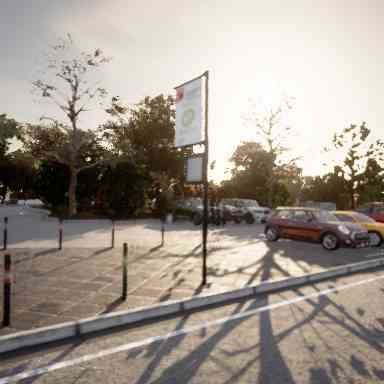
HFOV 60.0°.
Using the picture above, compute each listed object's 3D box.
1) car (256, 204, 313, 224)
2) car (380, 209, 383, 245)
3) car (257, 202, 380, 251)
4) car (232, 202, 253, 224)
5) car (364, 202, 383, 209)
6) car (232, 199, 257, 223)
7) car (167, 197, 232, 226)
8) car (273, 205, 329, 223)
[{"bbox_3d":[9.073,2.129,33.043,1.946,1.575,5.366,3,-2,-36],"label":"car"},{"bbox_3d":[8.039,1.750,16.935,2.097,1.535,5.008,2,-1,-36],"label":"car"},{"bbox_3d":[5.573,1.524,15.175,2.185,1.767,4.553,2,-1,-36],"label":"car"},{"bbox_3d":[2.291,1.809,27.910,2.231,1.521,4.892,2,-1,-36],"label":"car"},{"bbox_3d":[10.391,1.595,18.674,2.435,2.045,5.566,3,-2,-36],"label":"car"},{"bbox_3d":[4.569,1.653,29.537,2.435,2.045,5.566,2,-1,-36],"label":"car"},{"bbox_3d":[0.153,1.468,26.328,2.435,2.045,5.566,2,-1,-36],"label":"car"},{"bbox_3d":[11.231,2.245,34.596,1.946,1.575,5.366,3,-2,-36],"label":"car"}]
